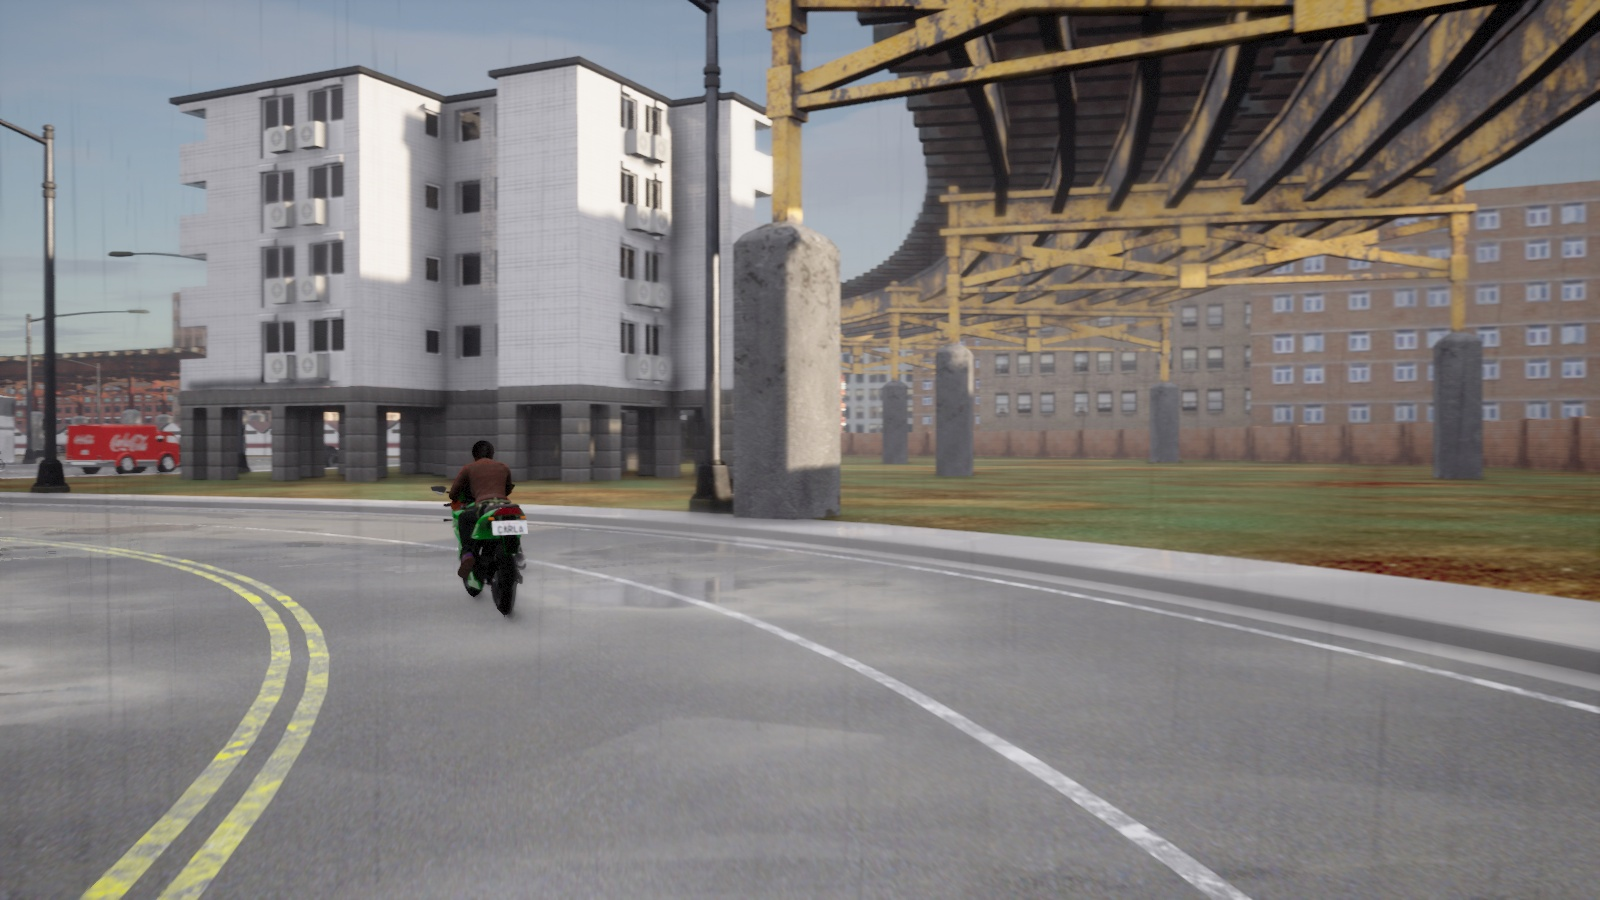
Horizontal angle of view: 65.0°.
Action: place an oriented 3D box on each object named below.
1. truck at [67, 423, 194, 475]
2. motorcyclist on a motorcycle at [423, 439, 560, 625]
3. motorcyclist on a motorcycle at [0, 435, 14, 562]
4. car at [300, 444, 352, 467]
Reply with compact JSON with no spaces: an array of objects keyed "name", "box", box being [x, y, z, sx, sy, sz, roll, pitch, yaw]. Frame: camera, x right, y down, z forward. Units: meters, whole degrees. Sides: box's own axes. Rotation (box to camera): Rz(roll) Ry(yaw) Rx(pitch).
[{"name":"truck","box":[-33.334,-0.071,62.757,2.627,2.467,5.204,0,0,19]},{"name":"motorcyclist on a motorcycle","box":[-2.849,0.666,11.431,0.797,1.523,2.044,-1,1,-25]},{"name":"motorcyclist on a motorcycle","box":[-10.926,0.616,16.134,1.817,1.590,0.866,0,1,40]},{"name":"car","box":[-30.921,0.330,82.072,1.812,1.442,4.674,0,0,-2]}]
